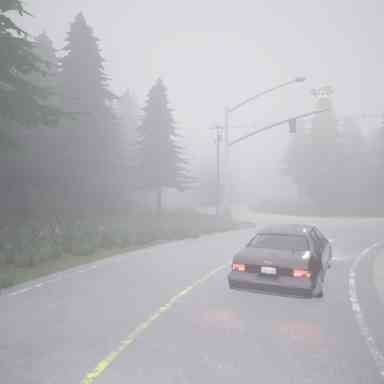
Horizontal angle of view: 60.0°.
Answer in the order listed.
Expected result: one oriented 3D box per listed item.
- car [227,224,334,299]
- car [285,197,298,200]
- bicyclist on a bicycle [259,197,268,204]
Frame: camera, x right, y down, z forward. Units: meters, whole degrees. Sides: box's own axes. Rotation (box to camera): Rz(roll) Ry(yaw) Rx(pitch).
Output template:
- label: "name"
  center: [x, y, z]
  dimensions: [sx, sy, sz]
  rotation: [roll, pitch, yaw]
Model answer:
- label: "car"
  center: [2.536, 1.547, 8.645]
  dimensions: [2.033, 1.411, 5.357]
  rotation: [0, 0, 25]
- label: "car"
  center: [19.699, 1.590, 65.542]
  dimensions: [4.181, 1.385, 1.994]
  rotation: [0, 0, -44]
- label: "bicyclist on a bicycle"
  center: [8.680, 1.480, 40.159]
  dimensions: [1.656, 1.620, 0.582]
  rotation: [0, 0, -1]
